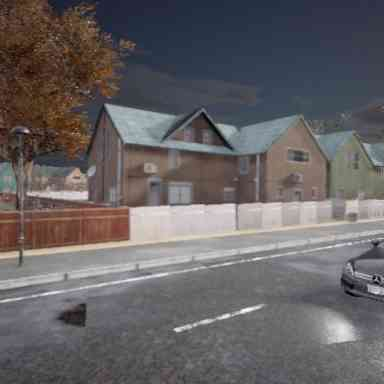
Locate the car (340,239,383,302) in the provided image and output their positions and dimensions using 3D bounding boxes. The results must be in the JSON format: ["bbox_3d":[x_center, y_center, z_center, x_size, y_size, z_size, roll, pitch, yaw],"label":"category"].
[{"bbox_3d":[5.234,1.507,7.347,4.674,1.442,1.812,0,0,-35],"label":"car"}]
